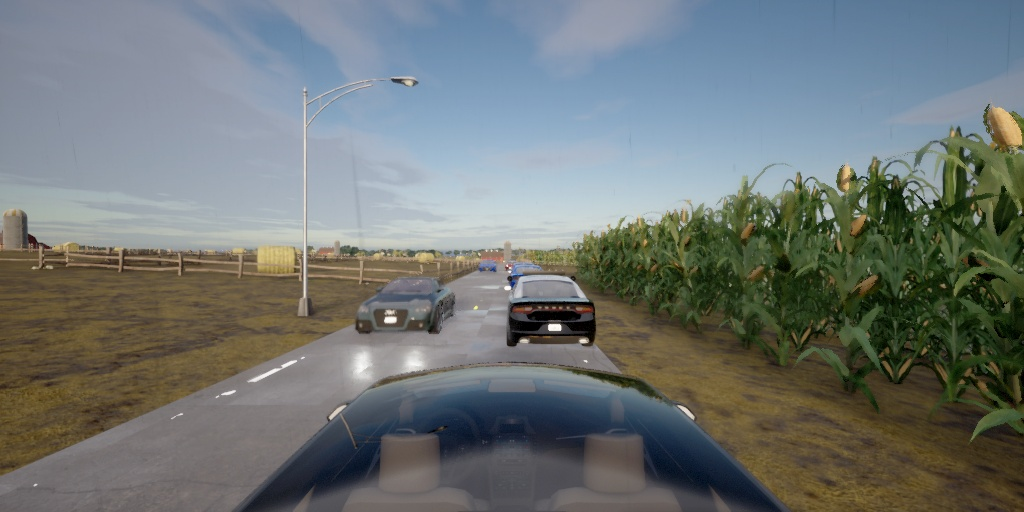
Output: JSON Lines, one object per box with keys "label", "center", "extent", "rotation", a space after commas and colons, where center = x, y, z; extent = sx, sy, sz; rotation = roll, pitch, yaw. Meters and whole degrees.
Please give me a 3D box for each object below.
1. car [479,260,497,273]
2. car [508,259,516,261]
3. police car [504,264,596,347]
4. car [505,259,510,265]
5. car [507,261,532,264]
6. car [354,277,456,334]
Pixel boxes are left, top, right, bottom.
{"label": "car", "center": [-2.763, 1.174, 41.757], "extent": [1.882, 1.535, 5.008], "rotation": [0, 0, 0]}
{"label": "car", "center": [0.813, 1.201, 25.373], "extent": [1.882, 1.535, 5.008], "rotation": [0, 0, 0]}
{"label": "police car", "center": [0.822, 1.171, 9.483], "extent": [1.930, 1.638, 5.238], "rotation": [0, 0, 0]}
{"label": "car", "center": [0.019, 1.294, 47.726], "extent": [1.895, 1.301, 4.718], "rotation": [0, 0, 0]}
{"label": "car", "center": [0.819, 1.213, 19.373], "extent": [1.882, 1.535, 5.008], "rotation": [0, 0, 0]}
{"label": "car", "center": [-2.854, 1.309, 10.424], "extent": [1.994, 1.385, 4.181], "rotation": [0, 0, 0]}
